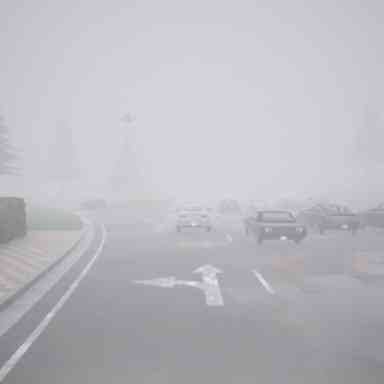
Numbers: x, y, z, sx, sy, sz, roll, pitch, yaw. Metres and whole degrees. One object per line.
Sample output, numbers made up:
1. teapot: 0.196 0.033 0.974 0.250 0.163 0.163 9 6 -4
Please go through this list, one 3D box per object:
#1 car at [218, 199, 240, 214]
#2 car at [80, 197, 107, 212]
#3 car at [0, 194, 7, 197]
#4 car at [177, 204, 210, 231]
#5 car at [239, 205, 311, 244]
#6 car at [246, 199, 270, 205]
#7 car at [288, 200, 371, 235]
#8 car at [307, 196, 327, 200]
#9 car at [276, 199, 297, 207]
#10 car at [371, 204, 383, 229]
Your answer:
1. car: 3.598 1.350 32.567 2.033 1.411 5.357 0 0 0
2. car: -10.678 1.275 35.837 2.128 1.511 4.902 0 0 -32
3. car: -39.034 1.141 67.505 4.181 1.385 1.994 0 0 40
4. car: 0.085 1.408 19.443 1.812 1.442 4.674 0 0 0
5. car: 3.600 1.508 15.316 1.895 1.301 4.718 0 0 0
6. car: 7.097 1.380 36.427 1.895 1.301 4.718 0 0 0
7. car: 7.098 1.383 17.841 2.128 1.511 4.902 0 0 0
8. car: 14.099 1.274 37.998 1.837 1.490 4.892 0 0 0
9. car: 10.598 1.380 36.429 1.895 1.301 4.718 0 0 0
10. car: 10.601 1.383 17.840 2.128 1.511 4.902 0 0 0
